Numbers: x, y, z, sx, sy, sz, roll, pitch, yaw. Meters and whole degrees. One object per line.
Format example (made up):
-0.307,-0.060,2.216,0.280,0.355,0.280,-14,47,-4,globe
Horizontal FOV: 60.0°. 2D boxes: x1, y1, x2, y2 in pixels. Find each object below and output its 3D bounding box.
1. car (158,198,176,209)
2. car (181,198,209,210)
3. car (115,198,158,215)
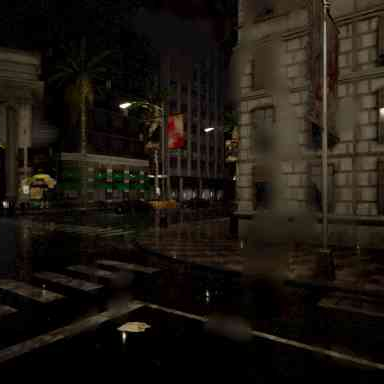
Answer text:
-4.106,1.478,42.902,1.882,1.535,5.008,0,0,37,car
0.498,1.526,43.243,1.812,1.442,4.674,0,0,37,car
-5.964,1.564,34.465,1.994,1.385,4.181,0,0,36,car
